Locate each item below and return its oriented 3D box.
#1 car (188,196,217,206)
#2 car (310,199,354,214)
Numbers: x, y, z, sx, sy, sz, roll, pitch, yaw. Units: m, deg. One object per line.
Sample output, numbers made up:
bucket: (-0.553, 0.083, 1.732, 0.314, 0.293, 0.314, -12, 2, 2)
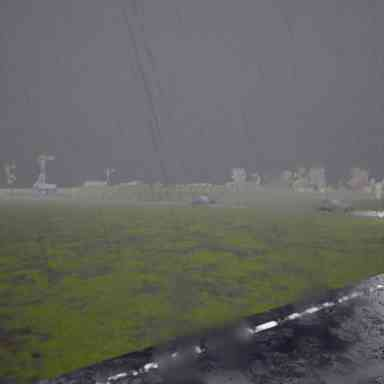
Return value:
car: (1.530, 1.393, 52.217, 2.033, 1.411, 5.357, -1, 0, -38)
car: (14.329, 1.415, 34.232, 1.994, 1.385, 4.181, -1, 0, -33)
